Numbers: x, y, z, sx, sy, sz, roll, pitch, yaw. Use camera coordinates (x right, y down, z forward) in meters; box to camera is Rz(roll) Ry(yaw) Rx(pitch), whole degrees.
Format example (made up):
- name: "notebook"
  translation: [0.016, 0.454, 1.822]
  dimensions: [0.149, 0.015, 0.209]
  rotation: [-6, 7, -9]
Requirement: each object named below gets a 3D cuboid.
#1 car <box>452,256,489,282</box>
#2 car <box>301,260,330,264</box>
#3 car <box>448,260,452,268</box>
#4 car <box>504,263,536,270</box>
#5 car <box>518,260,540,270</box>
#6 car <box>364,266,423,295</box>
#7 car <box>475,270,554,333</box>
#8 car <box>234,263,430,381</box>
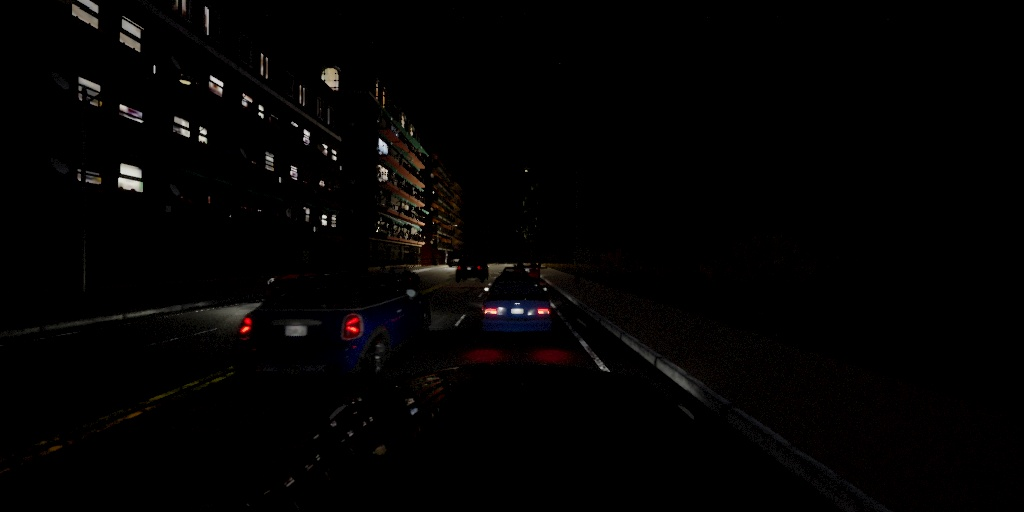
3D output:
- name: "car"
  translation: [-3.099, 0.979, 28.667]
  dimensions: [2.150, 2.045, 5.566]
  rotation: [0, 0, 0]
- name: "car"
  translation: [-9.821, 1.104, 17.641]
  dimensions: [2.097, 1.767, 4.553]
  rotation: [0, 0, 0]
- name: "car"
  translation: [-9.709, 1.245, 61.083]
  dimensions: [2.128, 1.511, 4.902]
  rotation: [0, 0, 0]
- name: "car"
  translation: [0.130, 1.317, 20.961]
  dimensions: [1.994, 1.385, 4.181]
  rotation: [0, 0, 1]
- name: "car"
  translation: [1.191, 1.105, 29.895]
  dimensions: [2.097, 1.767, 4.553]
  rotation: [0, 0, 0]
- name: "car"
  translation: [-6.566, 1.317, 20.367]
  dimensions: [1.994, 1.385, 4.181]
  rotation: [0, 0, 0]
- name: "car"
  translation: [0.118, 1.299, 10.627]
  dimensions: [2.033, 1.411, 5.357]
  rotation: [0, 0, 0]
- name: "car"
  translation: [-3.141, 1.104, 7.348]
  dimensions: [2.097, 1.767, 4.553]
  rotation: [0, 0, 0]
